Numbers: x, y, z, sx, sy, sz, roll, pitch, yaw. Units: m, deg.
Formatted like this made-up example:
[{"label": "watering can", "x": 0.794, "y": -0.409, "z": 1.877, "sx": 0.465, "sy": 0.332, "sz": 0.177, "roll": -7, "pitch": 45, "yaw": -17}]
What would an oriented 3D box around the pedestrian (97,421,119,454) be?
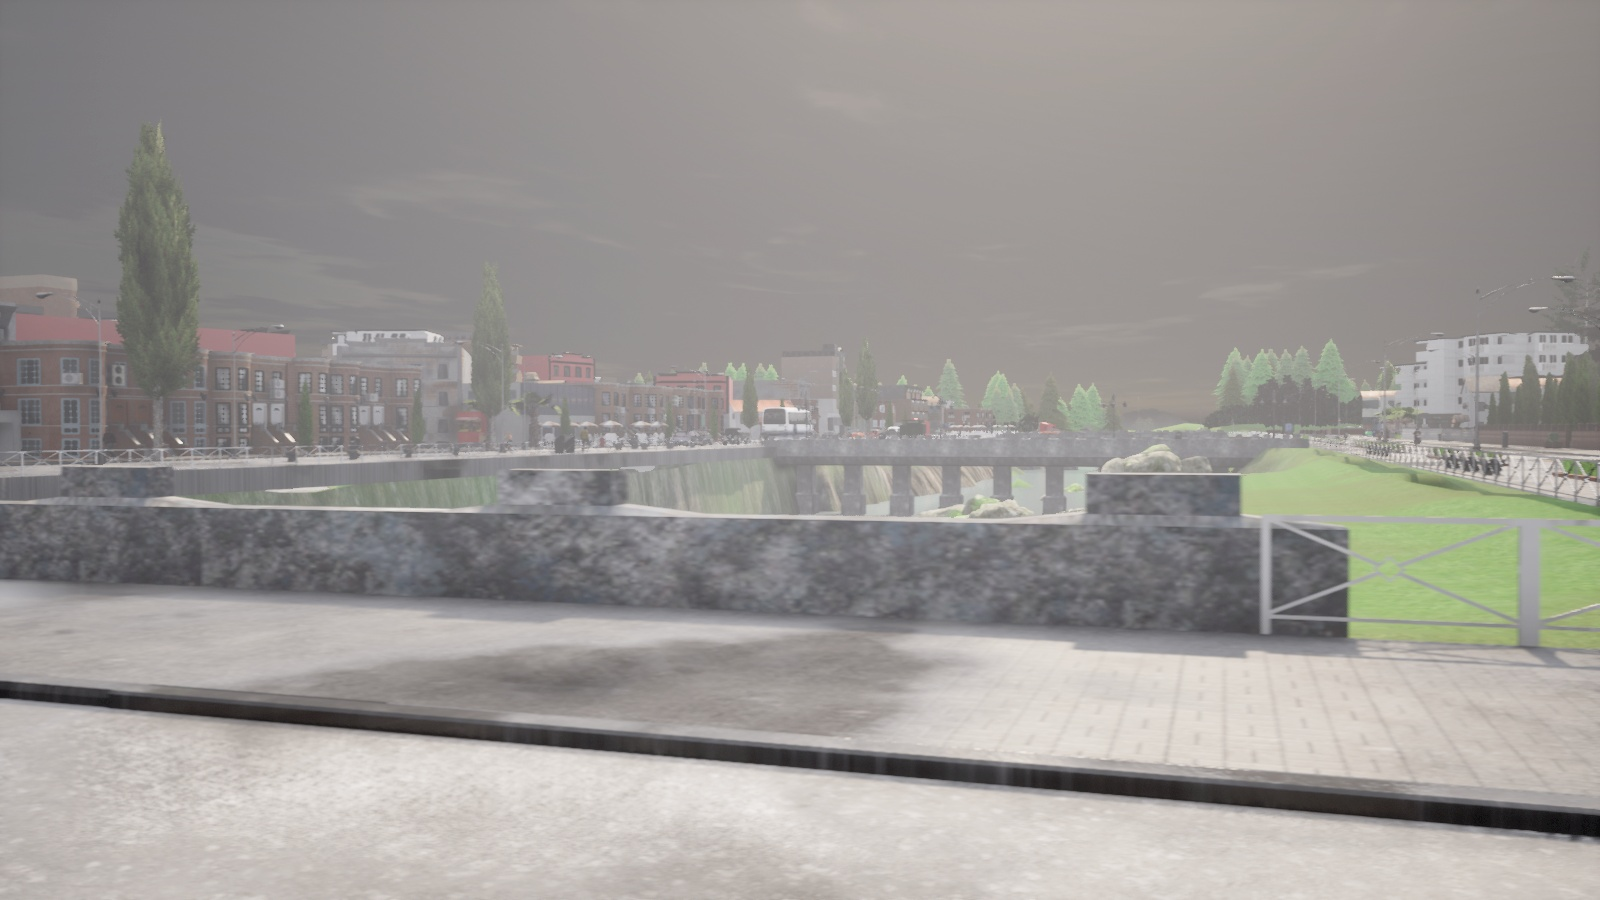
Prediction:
[{"label": "pedestrian", "x": -38.655, "y": -0.700, "z": 70.169, "sx": 0.634, "sy": 1.844, "sz": 0.899, "roll": 1, "pitch": 1, "yaw": 20}]
